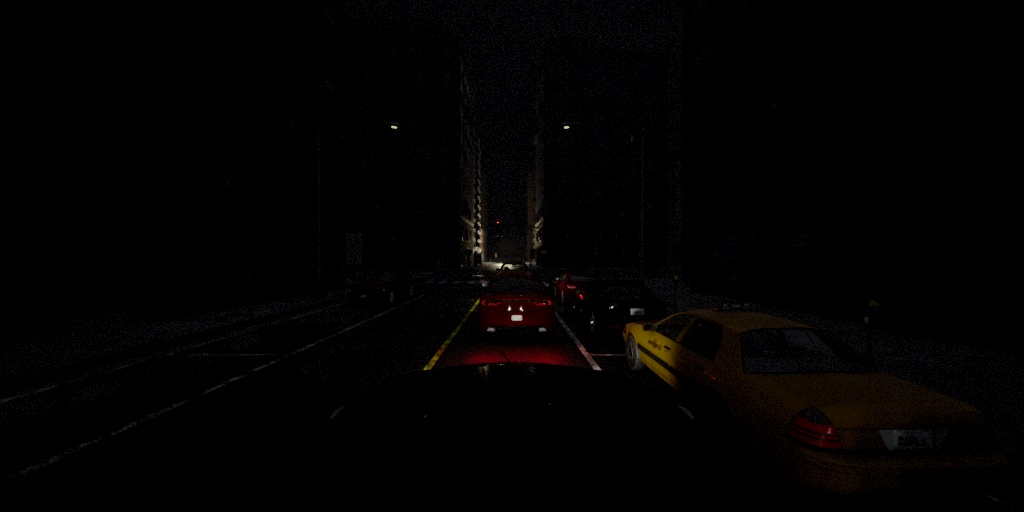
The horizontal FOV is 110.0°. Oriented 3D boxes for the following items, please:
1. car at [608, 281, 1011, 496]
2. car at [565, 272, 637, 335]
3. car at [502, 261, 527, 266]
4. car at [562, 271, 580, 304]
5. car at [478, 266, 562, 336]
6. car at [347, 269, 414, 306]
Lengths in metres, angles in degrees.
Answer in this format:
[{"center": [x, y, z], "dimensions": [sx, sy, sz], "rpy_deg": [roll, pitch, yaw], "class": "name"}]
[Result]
[{"center": [2.876, 1.274, 4.870], "dimensions": [1.751, 1.417, 4.829], "rpy_deg": [0, 0, 0], "class": "car"}, {"center": [2.885, 1.313, 10.286], "dimensions": [1.948, 1.339, 4.313], "rpy_deg": [0, 0, 0], "class": "car"}, {"center": [0.125, 1.096, 20.795], "dimensions": [2.097, 1.767, 4.553], "rpy_deg": [0, 0, 0], "class": "car"}, {"center": [2.895, 1.327, 15.872], "dimensions": [1.802, 1.307, 4.207], "rpy_deg": [0, 0, 0], "class": "car"}, {"center": [0.109, 1.225, 10.466], "dimensions": [1.882, 1.535, 5.008], "rpy_deg": [0, 0, 0], "class": "car"}, {"center": [-5.651, 1.291, 15.883], "dimensions": [1.888, 1.381, 4.507], "rpy_deg": [0, 0, 0], "class": "car"}]
